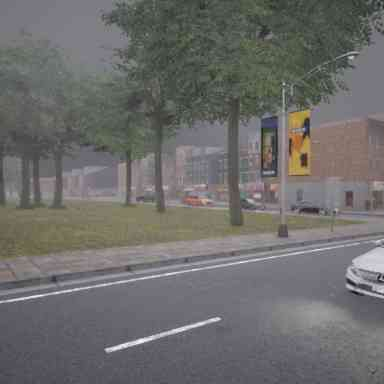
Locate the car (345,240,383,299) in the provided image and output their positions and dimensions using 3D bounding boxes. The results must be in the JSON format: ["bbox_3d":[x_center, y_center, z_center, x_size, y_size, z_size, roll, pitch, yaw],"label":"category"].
[{"bbox_3d":[5.415,1.548,7.567,4.674,1.442,1.812,0,0,-36],"label":"car"}]

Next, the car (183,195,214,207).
[{"bbox_3d":[1.161,1.272,48.743,2.097,1.767,4.553,1,0,-35],"label":"car"}]

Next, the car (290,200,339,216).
[{"bbox_3d":[12.213,1.568,33.265,2.128,1.511,4.902,1,0,-36],"label":"car"}]

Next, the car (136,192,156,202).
[{"bbox_3d":[-9.614,1.071,68.860,2.150,2.045,5.566,1,0,-36],"label":"car"}]

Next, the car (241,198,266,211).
[{"bbox_3d":[6.883,1.518,40.721,1.812,1.442,4.674,1,0,-36],"label":"car"}]

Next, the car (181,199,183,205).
[{"bbox_3d":[-0.080,1.432,55.528,1.812,1.442,4.674,1,0,-36],"label":"car"}]
